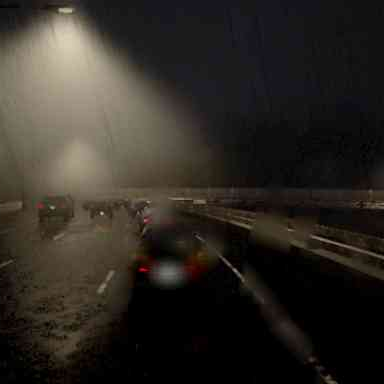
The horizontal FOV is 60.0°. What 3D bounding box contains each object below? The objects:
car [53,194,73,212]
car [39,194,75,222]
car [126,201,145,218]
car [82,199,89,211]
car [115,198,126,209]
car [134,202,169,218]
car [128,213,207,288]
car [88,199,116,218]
[{"bbox_3d":[-16.484,1.305,42.322,2.150,2.045,5.566,0,0,-24],"label":"car"},{"bbox_3d":[-11.043,1.273,27.421,2.150,2.045,5.566,0,0,-14],"label":"car"},{"bbox_3d":[-4.779,1.576,30.780,1.812,1.442,4.674,0,0,-16],"label":"car"},{"bbox_3d":[-12.972,1.641,42.969,1.994,1.385,4.181,0,0,-23],"label":"car"},{"bbox_3d":[-9.753,1.581,44.369,1.837,1.490,4.892,0,0,-23],"label":"car"},{"bbox_3d":[-2.321,1.580,20.455,2.033,1.411,5.357,0,0,-11],"label":"car"},{"bbox_3d":[-0.700,1.541,9.258,1.812,1.442,4.674,0,0,-5],"label":"car"},{"bbox_3d":[-8.312,1.558,30.428,1.837,1.490,4.892,0,0,-17],"label":"car"}]
